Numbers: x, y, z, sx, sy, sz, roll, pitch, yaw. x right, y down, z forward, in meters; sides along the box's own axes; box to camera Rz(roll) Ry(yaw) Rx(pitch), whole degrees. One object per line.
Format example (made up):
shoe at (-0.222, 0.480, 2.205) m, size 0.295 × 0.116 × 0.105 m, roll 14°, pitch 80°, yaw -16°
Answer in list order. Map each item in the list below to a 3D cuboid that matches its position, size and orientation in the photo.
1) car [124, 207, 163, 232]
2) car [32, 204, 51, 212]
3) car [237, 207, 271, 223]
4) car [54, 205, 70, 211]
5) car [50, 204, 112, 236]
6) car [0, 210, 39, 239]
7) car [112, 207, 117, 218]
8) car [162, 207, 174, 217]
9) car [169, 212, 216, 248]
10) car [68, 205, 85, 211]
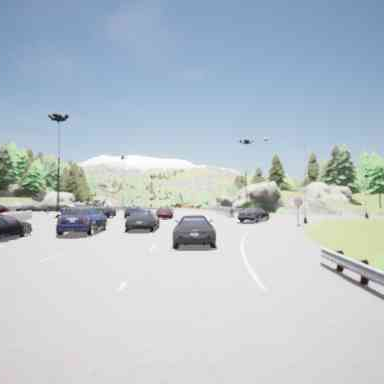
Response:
car at (-3.392, 1.970, 23.301) m, size 1.994 × 1.385 × 4.181 m, roll 0°, pitch -2°, yaw 0°
car at (-27.547, 3.049, 62.831) m, size 1.882 × 1.535 × 5.008 m, roll 0°, pitch -2°, yaw 1°
car at (6.035, 2.178, 32.070) m, size 2.033 × 1.411 × 5.357 m, roll -2°, pitch -2°, yaw 28°
car at (-30.836, 3.726, 78.951) m, size 1.837 × 1.490 × 4.892 m, roll 0°, pitch -2°, yaw 1°
car at (-6.901, 1.732, 21.291) m, size 2.097 × 1.767 × 4.553 m, roll 0°, pitch -1°, yaw 0°
car at (-10.396, 1.857, 17.378) m, size 2.033 × 1.411 × 5.357 m, roll 0°, pitch -1°, yaw 0°
car at (-10.244, 2.342, 39.321) m, size 2.128 × 1.511 × 4.902 m, roll 0°, pitch -2°, yaw 1°
car at (-3.242, 2.444, 39.983) m, size 1.994 × 1.385 × 4.181 m, roll 0°, pitch -1°, yaw 1°
car at (0.100, 1.816, 16.293) m, size 1.994 × 1.385 × 4.181 m, roll -1°, pitch -1°, yaw 0°
car at (-27.335, 3.771, 79.029) m, size 2.033 × 1.411 × 5.357 m, roll 0°, pitch -2°, yaw 1°
